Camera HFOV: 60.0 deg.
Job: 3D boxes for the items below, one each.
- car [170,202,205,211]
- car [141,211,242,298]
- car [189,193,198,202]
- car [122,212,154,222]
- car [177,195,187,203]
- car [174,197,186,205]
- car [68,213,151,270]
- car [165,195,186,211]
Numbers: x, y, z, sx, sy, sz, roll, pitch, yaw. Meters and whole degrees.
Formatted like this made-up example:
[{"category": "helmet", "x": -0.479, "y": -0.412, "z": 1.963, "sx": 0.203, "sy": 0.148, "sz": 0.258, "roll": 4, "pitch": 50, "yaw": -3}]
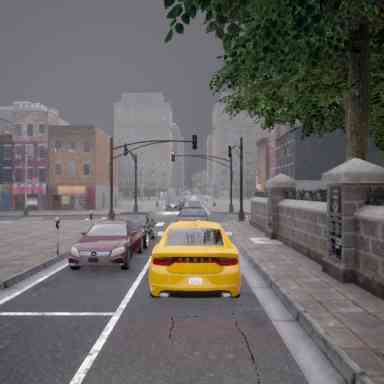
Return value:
[{"category": "car", "x": 0.026, "y": 1.546, "z": 19.050, "sx": 2.033, "sy": 1.411, "sz": 5.357, "roll": 0, "pitch": 0, "yaw": 0}, {"category": "car", "x": 0.076, "y": 1.477, "z": 8.561, "sx": 1.882, "sy": 1.535, "sz": 5.008, "roll": 0, "pitch": 0, "yaw": 0}, {"category": "car", "x": 0.368, "y": 1.508, "z": 66.839, "sx": 1.812, "sy": 1.442, "sz": 4.674, "roll": 0, "pitch": 0, "yaw": 0}, {"category": "car", "x": -2.621, "y": 1.565, "z": 14.629, "sx": 1.947, "sy": 1.339, "sz": 4.313, "roll": 0, "pitch": 0, "yaw": 0}, {"category": "car", "x": -2.132, "y": 1.480, "z": 71.825, "sx": 1.837, "sy": 1.490, "sz": 4.892, "roll": 0, "pitch": 0, "yaw": 0}, {"category": "car", "x": -2.201, "y": 1.586, "z": 61.624, "sx": 1.895, "sy": 1.301, "sz": 4.718, "roll": 0, "pitch": 0, "yaw": 0}, {"category": "car", "x": -2.625, "y": 1.581, "z": 10.966, "sx": 1.802, "sy": 1.307, "sz": 4.206, "roll": 0, "pitch": 0, "yaw": 0}, {"category": "car", "x": -2.239, "y": 1.482, "z": 41.628, "sx": 2.128, "sy": 1.511, "sz": 4.902, "roll": 0, "pitch": 0, "yaw": 0}]
